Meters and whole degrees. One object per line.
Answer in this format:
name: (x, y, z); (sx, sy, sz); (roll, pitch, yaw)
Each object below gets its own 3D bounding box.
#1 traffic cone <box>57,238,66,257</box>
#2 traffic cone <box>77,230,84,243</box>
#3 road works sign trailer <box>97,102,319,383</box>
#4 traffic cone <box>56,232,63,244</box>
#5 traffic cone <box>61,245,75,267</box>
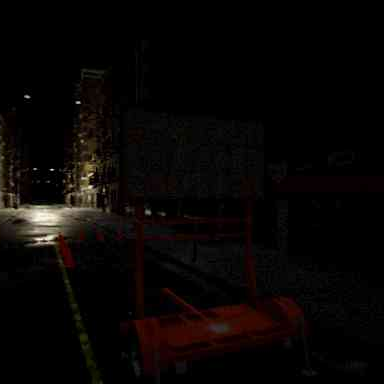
traffic cone: (-4.868, 2.168, 12.742); (0.340, 0.580, 0.340); (0, -1, -24)
traffic cone: (-5.615, 2.235, 16.796); (0.340, 0.580, 0.340); (0, -1, -24)
road works sign trailer: (0.024, 0.548, 5.108); (2.380, 3.560, 2.880); (0, -1, -24)
traffic cone: (-5.697, 2.198, 14.562); (0.340, 0.580, 0.340); (0, -1, -24)
traffic cone: (-4.039, 2.137, 10.922); (0.340, 0.580, 0.340); (0, -1, -24)
